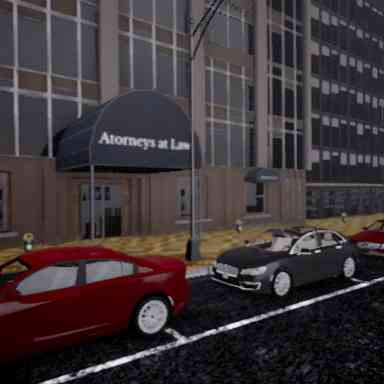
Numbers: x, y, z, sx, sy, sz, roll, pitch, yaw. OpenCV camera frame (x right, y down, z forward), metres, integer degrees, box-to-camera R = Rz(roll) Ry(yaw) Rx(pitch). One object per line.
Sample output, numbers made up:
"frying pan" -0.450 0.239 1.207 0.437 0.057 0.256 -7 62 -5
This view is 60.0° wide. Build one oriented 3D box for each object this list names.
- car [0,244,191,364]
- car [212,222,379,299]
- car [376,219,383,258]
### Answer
"car" -2.133 1.546 5.047 4.507 1.381 1.887 0 -1 -36
"car" 2.493 1.556 8.349 4.403 1.369 2.008 0 -1 -36
"car" 7.121 1.591 11.649 4.206 1.307 1.802 0 -1 -35
